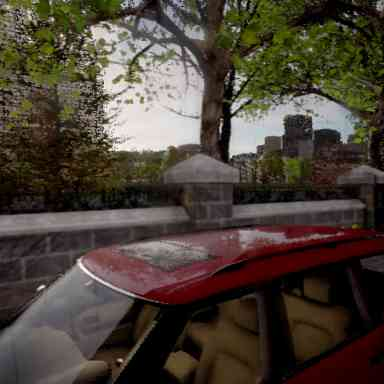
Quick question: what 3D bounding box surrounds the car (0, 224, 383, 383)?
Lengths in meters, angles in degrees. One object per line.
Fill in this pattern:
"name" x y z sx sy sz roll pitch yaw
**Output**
"car" -0.048 1.285 2.399 5.009 1.841 2.192 -1 1 -35
